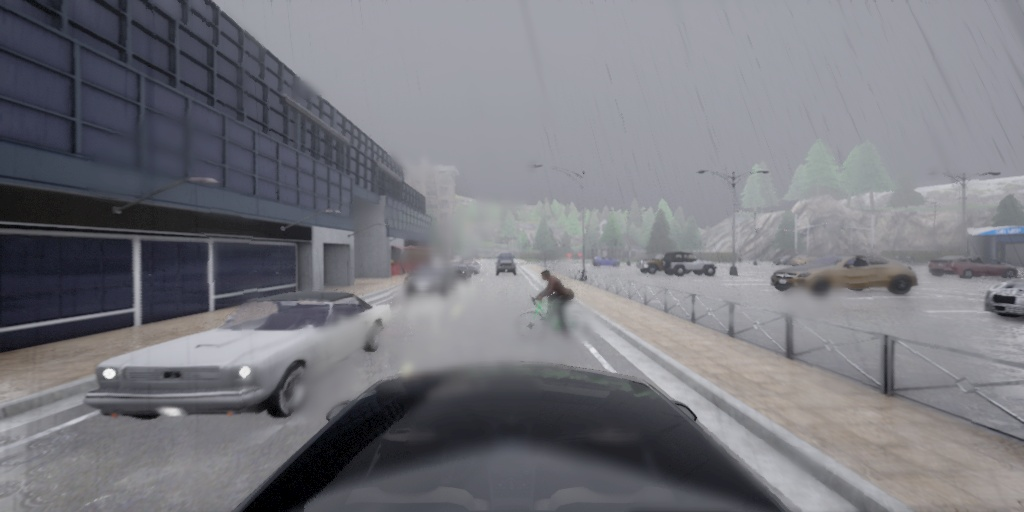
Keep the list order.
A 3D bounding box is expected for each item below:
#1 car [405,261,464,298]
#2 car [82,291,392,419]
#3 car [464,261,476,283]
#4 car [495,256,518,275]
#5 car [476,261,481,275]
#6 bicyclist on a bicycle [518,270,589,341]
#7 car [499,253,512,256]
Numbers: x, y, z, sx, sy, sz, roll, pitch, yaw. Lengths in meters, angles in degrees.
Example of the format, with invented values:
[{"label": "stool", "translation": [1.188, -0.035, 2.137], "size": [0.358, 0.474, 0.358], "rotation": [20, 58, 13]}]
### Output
[{"label": "car", "translation": [-3.883, 1.134, 17.793], "size": [2.128, 1.511, 4.902], "rotation": [0, 0, -1]}, {"label": "car", "translation": [-3.657, 1.330, 6.011], "size": [1.895, 1.301, 4.718], "rotation": [0, 0, -1]}, {"label": "car", "translation": [-3.945, 1.187, 26.066], "size": [1.895, 1.301, 4.718], "rotation": [0, 0, -1]}, {"label": "car", "translation": [-0.542, 1.013, 34.044], "size": [1.837, 1.490, 4.892], "rotation": [0, 1, -1]}, {"label": "car", "translation": [-4.135, 1.115, 34.713], "size": [1.895, 1.301, 4.718], "rotation": [0, 0, -1]}, {"label": "bicyclist on a bicycle", "translation": [0.945, 1.133, 8.187], "size": [1.656, 1.620, 0.582], "rotation": [0, 0, -1]}, {"label": "car", "translation": [-0.824, 0.616, 48.522], "size": [2.150, 2.045, 5.566], "rotation": [0, 0, 0]}]
